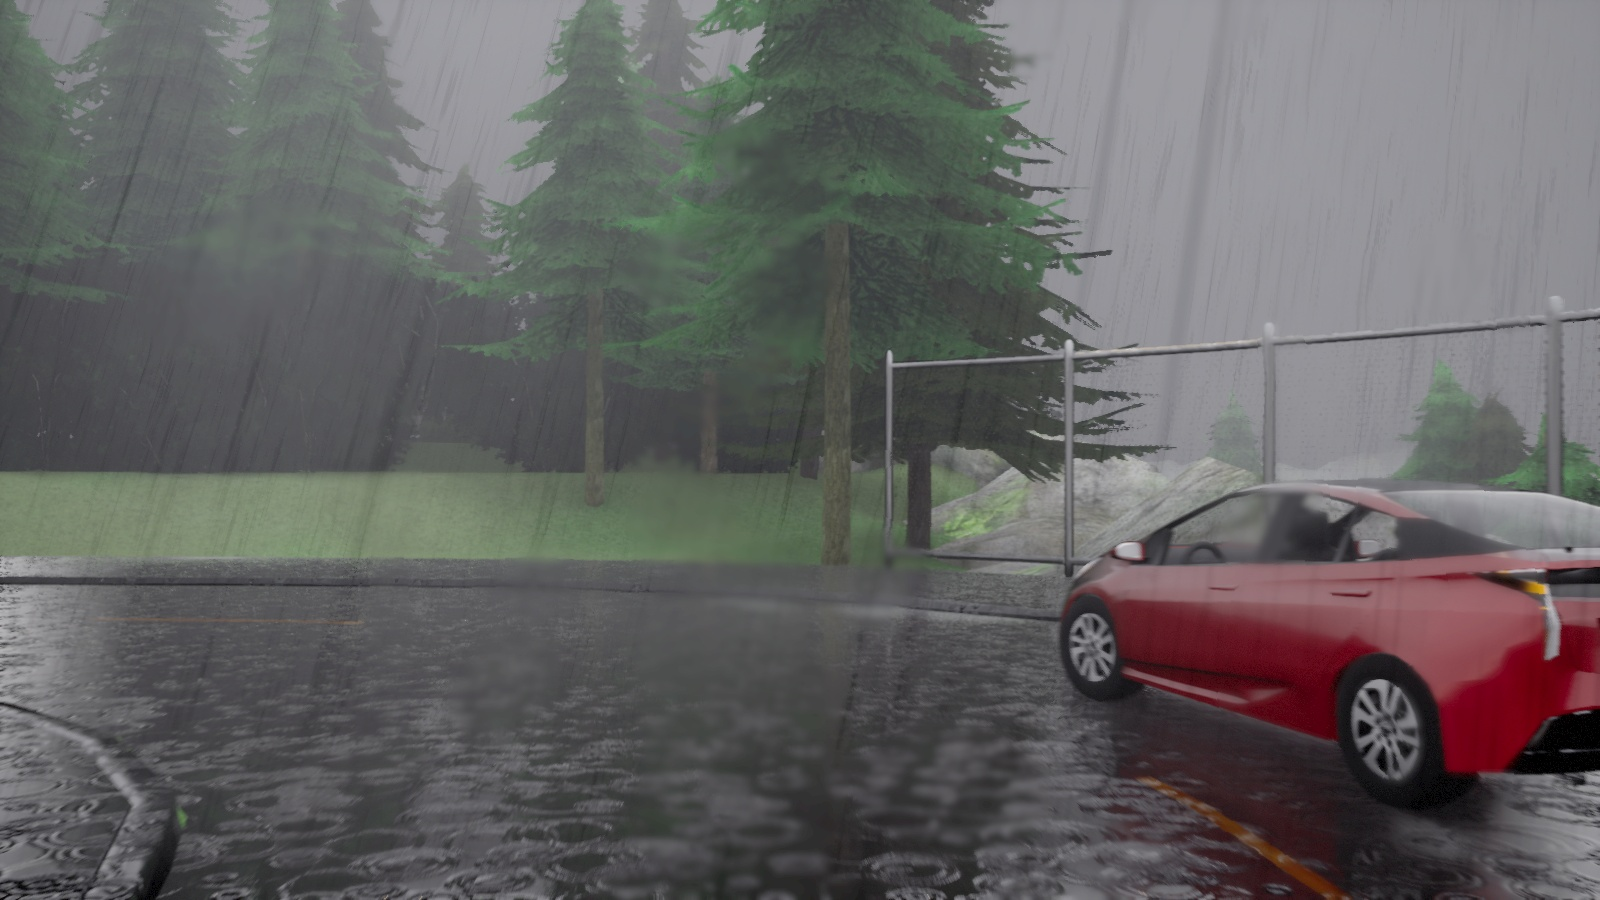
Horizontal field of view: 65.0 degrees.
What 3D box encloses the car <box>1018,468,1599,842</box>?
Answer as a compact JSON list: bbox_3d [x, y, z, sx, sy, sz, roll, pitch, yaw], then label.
[{"bbox_3d":[3.198,0.877,7.572,2.007,1.525,4.514,0,-1,-15],"label":"car"}]
